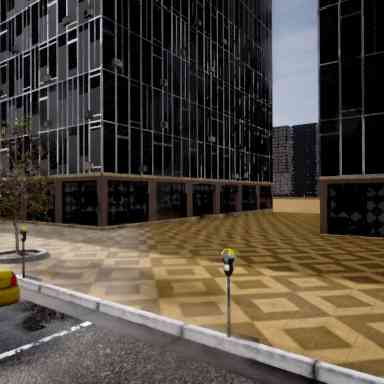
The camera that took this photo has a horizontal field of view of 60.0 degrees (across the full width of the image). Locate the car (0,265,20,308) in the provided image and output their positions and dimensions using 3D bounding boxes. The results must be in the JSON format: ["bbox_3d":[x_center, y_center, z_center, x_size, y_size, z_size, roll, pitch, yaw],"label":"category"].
[{"bbox_3d":[-5.317,1.528,6.651,4.829,1.417,1.752,0,0,35],"label":"car"}]
